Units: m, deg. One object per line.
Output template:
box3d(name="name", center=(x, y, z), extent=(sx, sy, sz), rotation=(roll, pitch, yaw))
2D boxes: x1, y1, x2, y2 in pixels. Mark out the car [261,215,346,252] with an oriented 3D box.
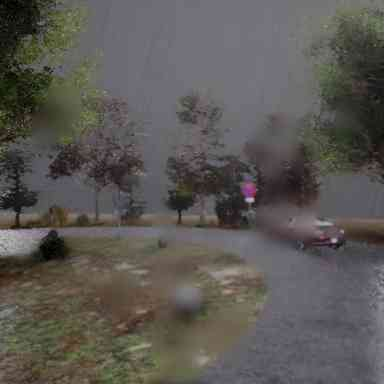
box3d(name="car", center=(4.917, 1.769, 15.203), extent=(1.812, 1.442, 4.674), rotation=(0, -1, -16))
